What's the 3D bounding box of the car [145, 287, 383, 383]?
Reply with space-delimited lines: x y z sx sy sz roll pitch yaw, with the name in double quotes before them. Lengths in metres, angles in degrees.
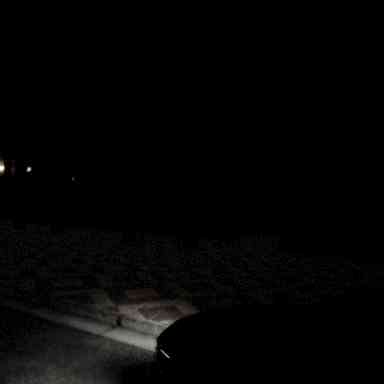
"car" 1.785 1.635 2.889 4.674 1.442 1.812 1 -1 29
